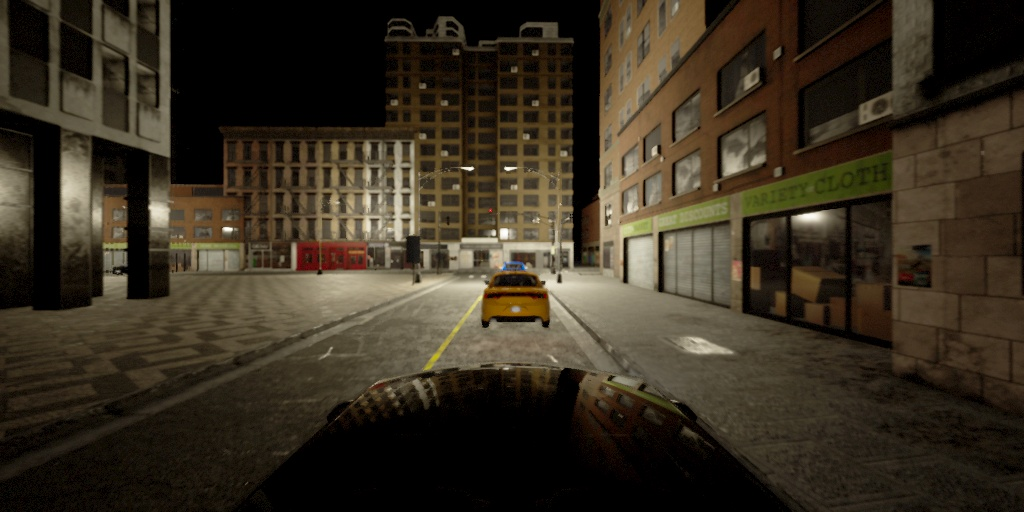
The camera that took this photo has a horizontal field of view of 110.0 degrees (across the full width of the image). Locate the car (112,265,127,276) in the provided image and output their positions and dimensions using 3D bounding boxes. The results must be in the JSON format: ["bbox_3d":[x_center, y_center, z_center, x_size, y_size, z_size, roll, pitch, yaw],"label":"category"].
[{"bbox_3d":[-42.281,1.429,40.667,4.902,1.511,2.128,0,0,0],"label":"car"}]

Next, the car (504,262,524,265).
[{"bbox_3d":[0.113,1.162,25.413,1.882,1.535,5.008,0,0,0],"label":"car"}]

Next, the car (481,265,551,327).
[{"bbox_3d":[0.101,1.204,11.463,1.882,1.535,5.008,0,0,0],"label":"car"}]
